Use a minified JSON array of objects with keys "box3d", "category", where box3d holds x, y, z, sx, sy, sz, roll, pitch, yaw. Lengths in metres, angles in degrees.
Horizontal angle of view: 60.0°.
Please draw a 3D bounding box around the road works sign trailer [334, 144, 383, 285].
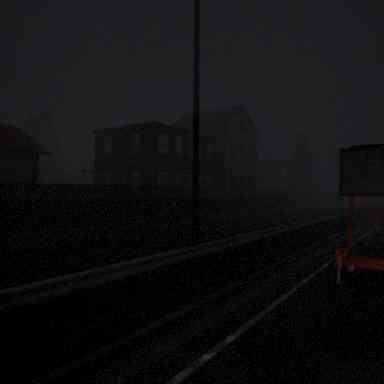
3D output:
[{"box3d":[5.268,0.513,8.875,2.380,3.560,2.880,0,0,34],"category":"road works sign trailer"}]
